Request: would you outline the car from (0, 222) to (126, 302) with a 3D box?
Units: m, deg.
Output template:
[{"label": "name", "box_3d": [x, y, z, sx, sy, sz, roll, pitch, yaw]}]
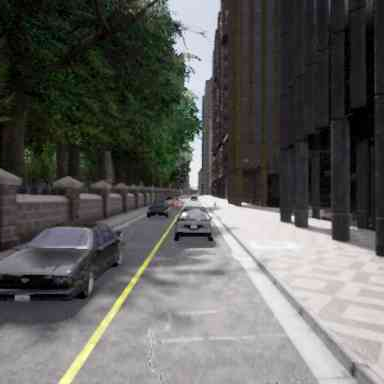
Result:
[{"label": "car", "box_3d": [-3.055, 1.531, 8.668, 2.033, 1.411, 5.357, 0, 0, 0]}]

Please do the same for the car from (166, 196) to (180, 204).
[{"label": "car", "box_3d": [-2.718, 1.328, 43.965, 2.097, 1.767, 4.553, 0, 0, 0]}]

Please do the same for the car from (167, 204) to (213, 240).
[{"label": "car", "box_3d": [0.098, 1.552, 16.887, 2.033, 1.411, 5.357, 0, 0, 0]}]

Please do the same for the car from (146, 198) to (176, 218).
[{"label": "car", "box_3d": [-2.837, 1.526, 29.775, 2.033, 1.411, 5.357, 0, 0, 1]}]

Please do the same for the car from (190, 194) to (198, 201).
[{"label": "car", "box_3d": [0.560, 1.445, 85.708, 1.837, 1.490, 4.892, 0, 0, 0]}]
